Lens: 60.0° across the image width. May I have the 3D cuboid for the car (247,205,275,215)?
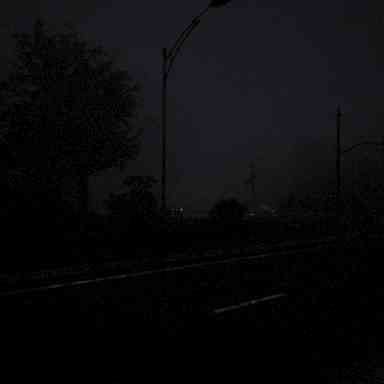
[{"bbox_3d":[9.624,2.502,46.855,1.812,1.442,4.674,1,-3,-32],"label":"car"}]

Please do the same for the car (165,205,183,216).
[{"bbox_3d":[-3.307,2.950,54.097,2.097,1.767,4.553,0,-3,-32],"label":"car"}]
